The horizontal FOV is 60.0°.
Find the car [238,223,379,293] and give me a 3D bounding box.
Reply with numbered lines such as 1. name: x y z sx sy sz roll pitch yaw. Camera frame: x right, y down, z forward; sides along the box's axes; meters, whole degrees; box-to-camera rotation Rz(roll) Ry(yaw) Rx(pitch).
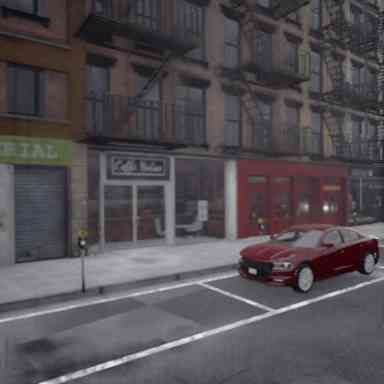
1. car: 3.206 1.544 8.829 4.507 1.381 1.887 0 -1 -36
